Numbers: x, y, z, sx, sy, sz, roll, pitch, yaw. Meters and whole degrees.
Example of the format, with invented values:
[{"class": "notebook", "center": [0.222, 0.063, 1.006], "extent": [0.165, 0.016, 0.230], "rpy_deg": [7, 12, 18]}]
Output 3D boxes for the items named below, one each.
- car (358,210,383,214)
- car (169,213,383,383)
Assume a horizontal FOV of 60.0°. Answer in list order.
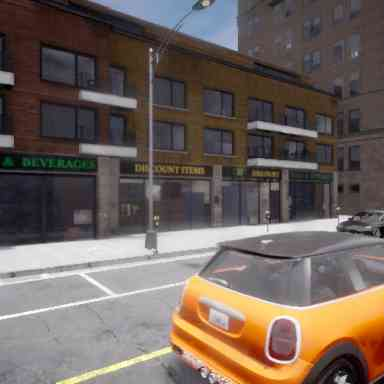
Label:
[{"class": "car", "center": [8.836, 1.567, 16.200], "extent": [4.313, 1.339, 1.947], "rpy_deg": [0, 0, -35]}, {"class": "car", "center": [2.009, 1.351, 4.714], "extent": [4.553, 1.767, 2.097], "rpy_deg": [0, 0, -36]}]
